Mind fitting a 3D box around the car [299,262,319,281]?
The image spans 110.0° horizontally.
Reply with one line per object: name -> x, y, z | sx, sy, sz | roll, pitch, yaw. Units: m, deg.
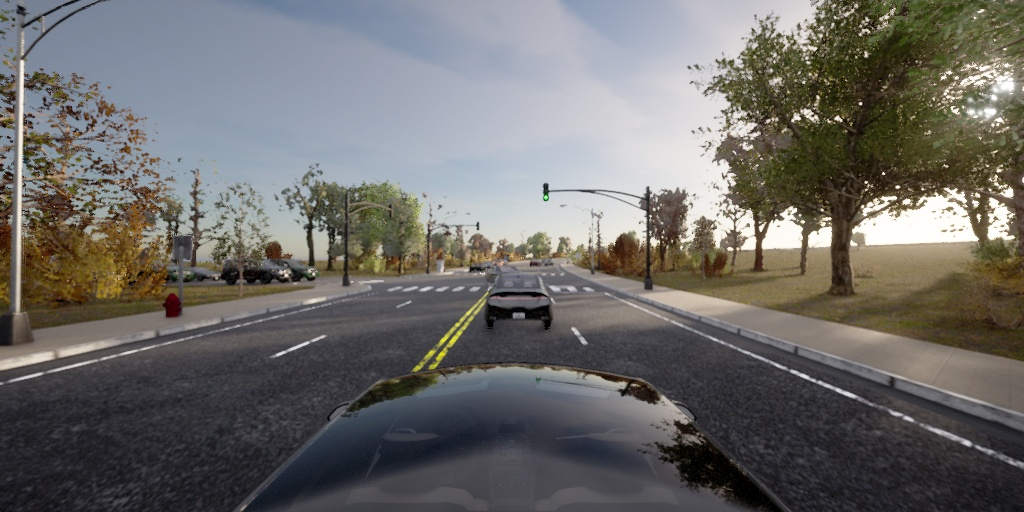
car -> -20.723, 1.339, 33.049 | 5.566, 2.045, 2.150 | -1, -1, 10

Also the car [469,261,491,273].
car -> -4.622, 1.594, 49.464 | 1.895, 1.301, 4.718 | 0, 0, 5

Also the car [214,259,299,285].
car -> -21.199, 1.291, 29.832 | 5.566, 2.045, 2.150 | -1, -1, 10

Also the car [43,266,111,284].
car -> -40.560, 1.639, 33.243 | 4.553, 1.767, 2.097 | -1, -1, 10

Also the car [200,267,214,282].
car -> -30.928, 1.782, 34.839 | 5.357, 1.411, 2.033 | -1, -1, 10

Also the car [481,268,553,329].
car -> 0.206, 1.303, 11.513 | 2.128, 1.511, 4.902 | 0, 0, 1

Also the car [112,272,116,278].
car -> -42.243, 1.906, 36.839 | 5.357, 1.411, 2.033 | -1, -1, 10

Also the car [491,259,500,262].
car -> -3.782, 1.579, 59.105 | 2.033, 1.411, 5.357 | 0, 0, 5

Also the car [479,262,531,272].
car -> -0.599, 1.363, 23.527 | 2.128, 1.511, 4.902 | 0, 0, -13

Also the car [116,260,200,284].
car -> -31.114, 1.404, 31.576 | 5.566, 2.045, 2.150 | -1, -1, 10
